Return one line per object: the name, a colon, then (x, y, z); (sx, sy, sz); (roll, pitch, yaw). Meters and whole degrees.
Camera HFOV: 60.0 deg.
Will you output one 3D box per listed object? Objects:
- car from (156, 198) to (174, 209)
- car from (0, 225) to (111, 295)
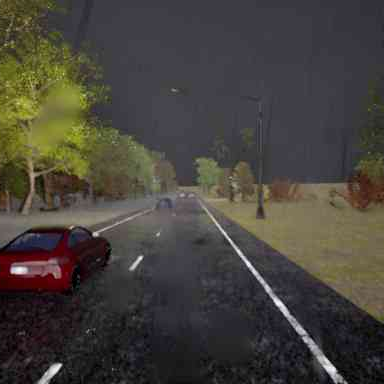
car: (-3.515, 1.473, 43.505); (1.812, 1.442, 4.674); (0, 0, 0)
car: (-3.502, 1.558, 8.747); (1.994, 1.385, 4.181); (0, 0, 0)
